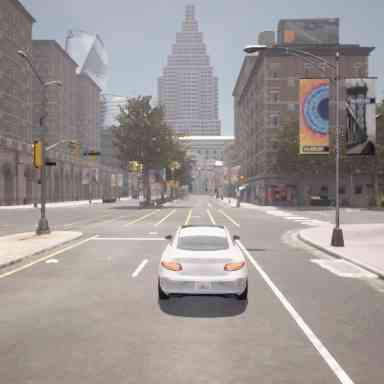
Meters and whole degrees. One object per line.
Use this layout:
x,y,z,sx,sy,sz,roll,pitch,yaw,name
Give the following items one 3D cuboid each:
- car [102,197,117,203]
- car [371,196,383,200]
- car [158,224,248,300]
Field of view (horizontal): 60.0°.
-16.737,1.600,67.350,1.895,1.301,4.718,0,0,1,car
35.975,1.486,67.554,2.231,1.521,4.892,0,0,1,car
0.262,1.526,8.284,1.812,1.442,4.674,0,0,2,car
